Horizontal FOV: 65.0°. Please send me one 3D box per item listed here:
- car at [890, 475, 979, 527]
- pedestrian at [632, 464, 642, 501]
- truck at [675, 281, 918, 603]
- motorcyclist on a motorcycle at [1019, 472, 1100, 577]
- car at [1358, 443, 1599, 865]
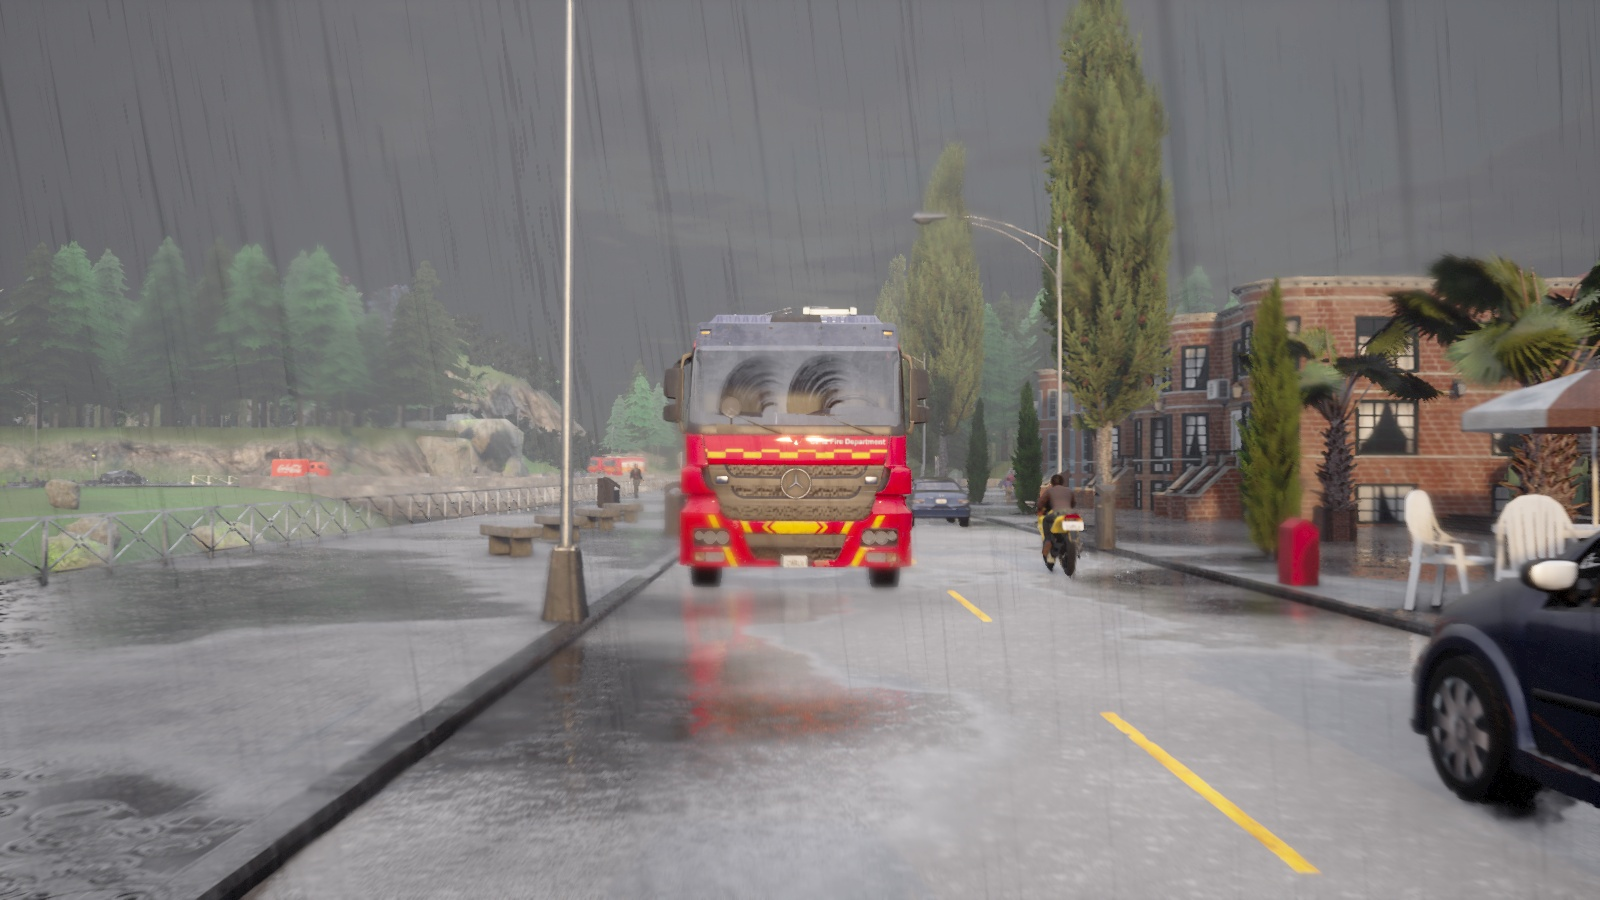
[{"bbox_3d":[3.903,1.472,37.356,2.033,1.411,5.357,0,-1,0],"label":"car"},{"bbox_3d":[-8.151,1.609,62.823,0.376,1.854,0.720,0,-1,1],"label":"pedestrian"},{"bbox_3d":[-0.054,-0.028,19.197,2.891,3.827,8.468,0,-1,0],"label":"truck"},{"bbox_3d":[3.949,1.104,19.270,0.797,1.523,2.044,0,-1,0],"label":"motorcyclist on a motorcycle"},{"bbox_3d":[3.986,0.778,4.867,1.851,1.617,3.988,0,-1,0],"label":"car"}]
